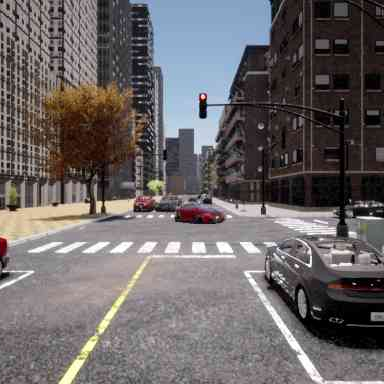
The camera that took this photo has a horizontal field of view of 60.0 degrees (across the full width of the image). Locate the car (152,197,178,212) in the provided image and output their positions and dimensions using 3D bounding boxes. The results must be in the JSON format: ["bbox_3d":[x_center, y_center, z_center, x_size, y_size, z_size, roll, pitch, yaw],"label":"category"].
[{"bbox_3d":[-3.040,1.584,38.369,1.994,1.385,4.181,0,0,0],"label":"car"}]

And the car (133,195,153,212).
[{"bbox_3d":[-5.633,1.336,39.349,2.192,1.841,5.009,0,0,0],"label":"car"}]

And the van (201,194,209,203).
[{"bbox_3d":[2.799,1.402,72.474,1.690,1.788,3.998,0,0,0],"label":"van"}]

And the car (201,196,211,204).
[{"bbox_3d":[2.792,1.578,67.120,1.752,1.417,4.829,0,0,0],"label":"car"}]

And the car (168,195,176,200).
[{"bbox_3d":[-5.547,1.654,94.578,2.008,1.369,4.403,0,0,0],"label":"car"}]

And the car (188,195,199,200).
[{"bbox_3d":[0.104,1.547,68.661,2.128,1.511,4.902,0,0,0],"label":"car"}]

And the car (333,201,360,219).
[{"bbox_3d":[13.465,1.350,26.337,4.403,1.369,2.008,-1,1,0],"label":"car"}]

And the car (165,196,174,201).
[{"bbox_3d":[-5.564,1.632,83.532,2.008,1.369,4.403,0,0,0],"label":"car"}]

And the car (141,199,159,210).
[{"bbox_3d":[-5.624,1.592,44.872,1.947,1.339,4.313,0,0,0],"label":"car"}]

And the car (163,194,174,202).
[{"bbox_3d":[-5.573,1.386,78.009,2.192,1.841,5.009,0,0,0],"label":"car"}]

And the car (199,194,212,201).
[{"bbox_3d":[2.783,1.611,61.427,1.947,1.339,4.313,0,0,0],"label":"car"}]

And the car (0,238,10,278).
[{"bbox_3d":[-5.682,1.545,6.961,1.887,1.381,4.507,0,0,0],"label":"car"}]

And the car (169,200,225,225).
[{"bbox_3d":[0.503,1.573,24.497,1.994,1.385,4.181,0,0,-38],"label":"car"}]

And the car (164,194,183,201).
[{"bbox_3d":[-3.004,1.390,55.108,2.097,1.767,4.553,0,0,0],"label":"car"}]

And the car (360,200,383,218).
[{"bbox_3d":[14.773,1.345,23.769,4.181,1.385,1.994,-1,0,0],"label":"car"}]

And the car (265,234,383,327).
[{"bbox_3d":[2.698,1.551,6.948,2.008,1.369,4.403,0,0,0],"label":"car"}]

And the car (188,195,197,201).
[{"bbox_3d":[0.121,1.462,79.084,2.033,1.411,5.357,0,0,0],"label":"car"}]

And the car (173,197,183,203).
[{"bbox_3d":[-2.893,1.643,70.554,1.895,1.301,4.718,0,0,0],"label":"car"}]
